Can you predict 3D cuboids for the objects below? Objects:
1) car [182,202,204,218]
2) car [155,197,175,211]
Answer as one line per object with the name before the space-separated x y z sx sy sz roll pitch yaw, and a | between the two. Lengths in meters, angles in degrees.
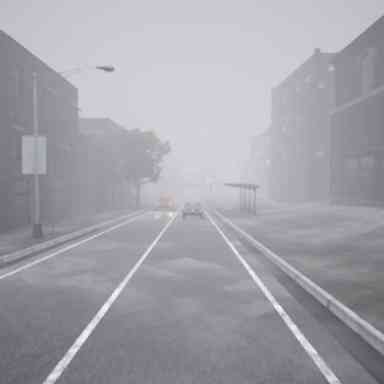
car | 0.073 1.577 30.126 2.033 1.411 5.357 0 0 0
car | -3.246 1.372 40.309 2.097 1.767 4.553 0 0 1
